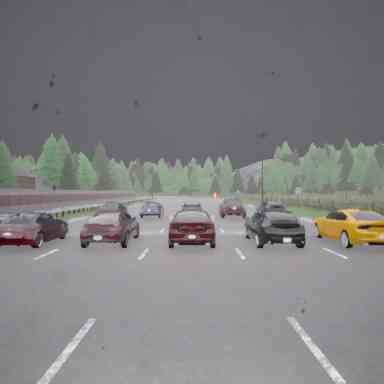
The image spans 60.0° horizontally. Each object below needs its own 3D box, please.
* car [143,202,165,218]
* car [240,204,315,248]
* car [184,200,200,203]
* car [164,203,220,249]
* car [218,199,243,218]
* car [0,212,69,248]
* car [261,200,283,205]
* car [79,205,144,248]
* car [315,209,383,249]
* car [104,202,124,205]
[{"bbox_3d":[-3.500,1.563,29.650,2.033,1.411,5.357,0,0,0],"label":"car"},{"bbox_3d":[3.500,1.516,14.650,1.837,1.490,4.892,0,0,0],"label":"car"},{"bbox_3d":[0.000,1.495,29.650,2.128,1.511,4.902,0,0,0],"label":"car"},{"bbox_3d":[0.000,1.485,14.650,1.882,1.535,5.008,0,0,0],"label":"car"},{"bbox_3d":[3.500,1.366,29.620,2.097,1.767,4.553,0,0,0],"label":"car"},{"bbox_3d":[-7.000,1.572,14.650,1.994,1.385,4.181,0,0,0],"label":"car"},{"bbox_3d":[7.000,1.516,29.650,1.837,1.490,4.892,0,0,0],"label":"car"},{"bbox_3d":[-3.500,1.533,14.650,1.812,1.442,4.674,0,0,0],"label":"car"},{"bbox_3d":[7.000,1.485,14.650,1.882,1.535,5.008,0,0,0],"label":"car"},{"bbox_3d":[-7.000,1.572,29.650,1.994,1.385,4.181,0,0,0],"label":"car"}]
